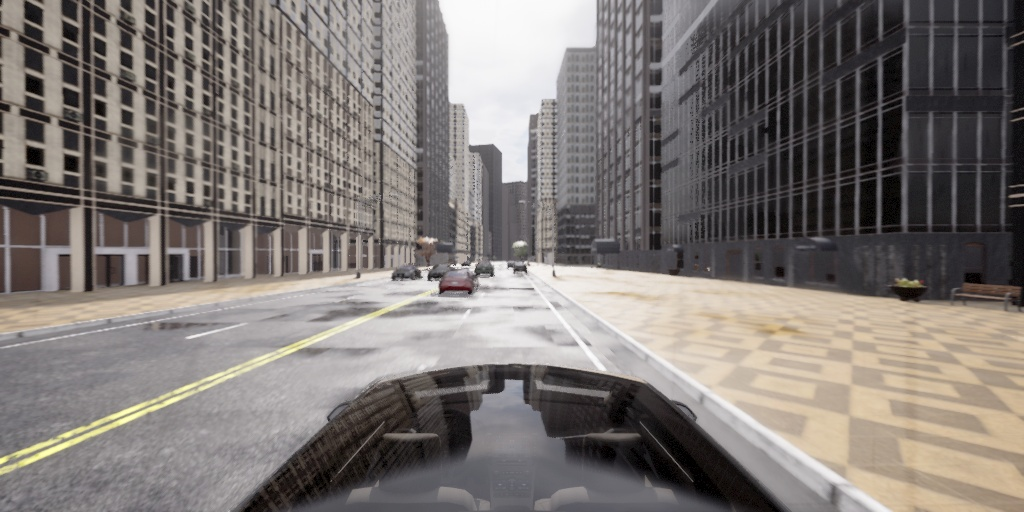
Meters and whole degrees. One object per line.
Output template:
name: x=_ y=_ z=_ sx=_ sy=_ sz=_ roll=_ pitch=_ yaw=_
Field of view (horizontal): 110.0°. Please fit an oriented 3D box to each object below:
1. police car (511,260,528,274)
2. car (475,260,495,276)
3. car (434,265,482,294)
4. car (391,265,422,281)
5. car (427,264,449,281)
police car: x=1.139 y=1.547 z=49.110 sx=1.930 sy=1.638 sz=5.238 roll=0 pitch=0 yaw=0
car: x=-3.149 y=1.418 z=42.117 sx=2.097 sy=1.767 sz=4.553 roll=0 pitch=-1 yaw=0
car: x=-3.150 y=1.471 z=21.751 sx=1.994 sy=1.385 sz=4.181 roll=0 pitch=0 yaw=0
car: x=-9.837 y=1.564 z=33.701 sx=1.994 sy=1.385 sz=4.181 roll=0 pitch=0 yaw=0
car: x=-6.589 y=1.505 z=33.471 sx=1.837 sy=1.490 sz=4.892 roll=0 pitch=-1 yaw=0
